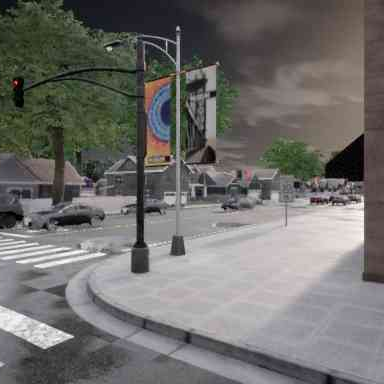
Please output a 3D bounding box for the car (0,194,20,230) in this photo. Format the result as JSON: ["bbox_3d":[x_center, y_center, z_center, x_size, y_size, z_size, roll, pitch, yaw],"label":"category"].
[{"bbox_3d":[-12.315,1.161,18.489,2.150,2.045,5.566,0,0,36],"label":"car"}]

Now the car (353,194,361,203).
[{"bbox_3d":[28.276,1.155,58.143,1.837,1.490,4.892,0,0,36],"label":"car"}]

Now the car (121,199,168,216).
[{"bbox_3d":[-4.206,1.351,29.812,2.128,1.511,4.902,0,0,36],"label":"car"}]

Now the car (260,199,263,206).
[{"bbox_3d":[8.484,1.308,47.483,1.994,1.385,4.181,0,0,36],"label":"car"}]

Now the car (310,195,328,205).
[{"bbox_3d":[20.029,1.171,52.192,1.882,1.535,5.008,0,0,36],"label":"car"}]

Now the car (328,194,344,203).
[{"bbox_3d":[26.664,1.146,61.473,1.837,1.490,4.892,0,0,36],"label":"car"}]

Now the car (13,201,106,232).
[{"bbox_3d":[-7.423,1.410,19.722,2.128,1.511,4.902,0,0,35],"label":"car"}]

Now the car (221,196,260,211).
[{"bbox_3d":[5.306,1.344,37.526,2.033,1.411,5.357,0,0,36],"label":"car"}]

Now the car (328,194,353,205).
[{"bbox_3d":[22.282,1.203,49.756,1.837,1.490,4.892,0,0,35],"label":"car"}]
